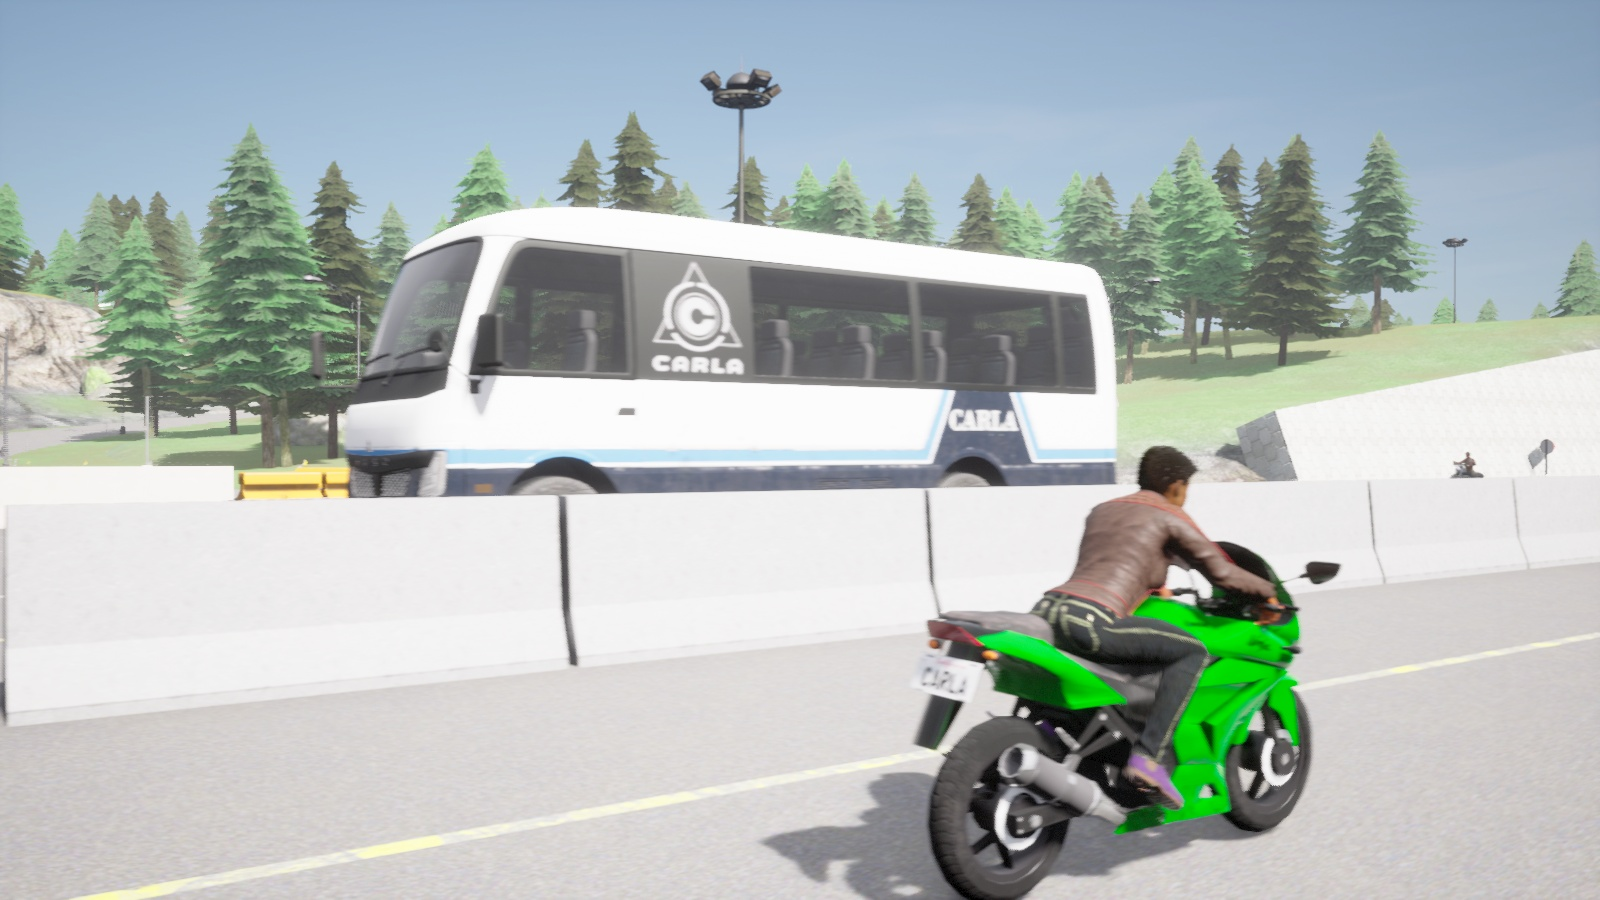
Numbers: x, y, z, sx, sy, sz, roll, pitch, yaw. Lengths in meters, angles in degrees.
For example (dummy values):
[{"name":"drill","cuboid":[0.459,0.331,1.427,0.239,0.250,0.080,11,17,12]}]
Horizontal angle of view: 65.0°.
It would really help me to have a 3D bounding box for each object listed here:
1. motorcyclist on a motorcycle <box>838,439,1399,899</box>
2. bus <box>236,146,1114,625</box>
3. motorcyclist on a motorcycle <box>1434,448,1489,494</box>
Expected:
[{"name":"motorcyclist on a motorcycle","cuboid":[1.196,0.735,4.491,2.044,1.523,0.797,0,0,-35]},{"name":"bus","cuboid":[-1.100,-0.591,15.691,10.273,4.253,3.944,0,0,-35]},{"name":"motorcyclist on a motorcycle","cuboid":[24.340,0.757,46.186,2.350,1.649,0.766,0,0,-35]}]
